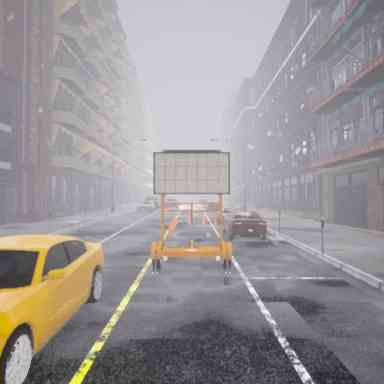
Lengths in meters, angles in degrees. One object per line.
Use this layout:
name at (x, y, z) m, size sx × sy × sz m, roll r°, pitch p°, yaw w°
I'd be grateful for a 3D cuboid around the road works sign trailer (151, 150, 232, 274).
road works sign trailer at (-0.006, 0.474, 10.557) m, size 2.380 × 3.560 × 2.880 m, roll 0°, pitch 0°, yaw 0°

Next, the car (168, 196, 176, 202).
car at (-5.270, 1.825, 88.838) m, size 1.947 × 1.339 × 4.313 m, roll 1°, pitch 0°, yaw 0°

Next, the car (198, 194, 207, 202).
car at (2.581, 1.546, 83.245) m, size 2.192 × 1.841 × 5.009 m, roll 1°, pitch 0°, yaw 0°

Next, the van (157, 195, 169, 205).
van at (-5.273, 1.477, 61.186) m, size 1.690 × 1.788 × 3.998 m, roll 1°, pitch 0°, yaw 0°

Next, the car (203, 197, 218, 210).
car at (2.596, 1.611, 38.997) m, size 1.887 × 1.381 × 4.507 m, roll 1°, pitch 0°, yaw 0°

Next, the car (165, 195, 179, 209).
car at (-2.833, 1.562, 45.831) m, size 1.882 × 1.535 × 5.008 m, roll 0°, pitch 0°, yaw 0°

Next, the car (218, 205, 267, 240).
car at (2.590, 1.563, 16.875) m, size 1.887 × 1.381 × 4.507 m, roll 1°, pitch 0°, yaw 0°

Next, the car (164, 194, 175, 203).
car at (-5.267, 1.521, 77.776) m, size 2.192 × 1.841 × 5.009 m, roll 1°, pitch 0°, yaw 0°

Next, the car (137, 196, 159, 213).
car at (-5.283, 1.591, 38.893) m, size 1.752 × 1.417 × 4.829 m, roll 2°, pitch 0°, yaw 0°

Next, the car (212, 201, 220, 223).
car at (2.592, 1.553, 22.577) m, size 1.752 × 1.417 × 4.829 m, roll 1°, pitch 0°, yaw 0°

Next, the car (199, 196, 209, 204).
car at (2.616, 1.621, 72.183) m, size 1.967 × 1.590 × 4.097 m, roll 1°, pitch 0°, yaw 0°

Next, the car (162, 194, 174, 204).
car at (-5.269, 1.496, 72.246) m, size 2.192 × 1.841 × 5.009 m, roll 1°, pitch 0°, yaw 0°

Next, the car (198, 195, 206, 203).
car at (2.603, 1.680, 61.121) m, size 1.887 × 1.381 × 4.507 m, roll 1°, pitch 0°, yaw 0°

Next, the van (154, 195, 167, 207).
van at (-5.273, 1.456, 55.654) m, size 1.690 × 1.788 × 3.998 m, roll 2°, pitch 0°, yaw 0°

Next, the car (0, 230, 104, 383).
car at (-2.847, 1.481, 5.337) m, size 1.882 × 1.535 × 5.008 m, roll 0°, pitch 0°, yaw 0°

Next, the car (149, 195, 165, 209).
car at (-5.276, 1.396, 44.595) m, size 2.192 × 1.841 × 5.009 m, roll 2°, pitch 0°, yaw 0°

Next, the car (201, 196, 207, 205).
car at (2.597, 1.631, 44.529) m, size 2.008 × 1.369 × 4.403 m, roll 1°, pitch 0°, yaw 0°
